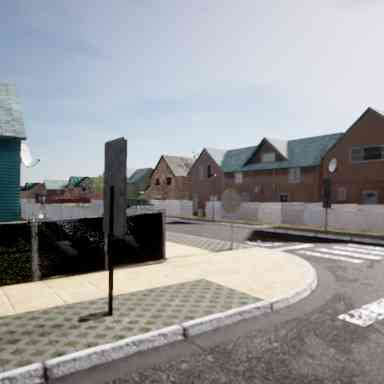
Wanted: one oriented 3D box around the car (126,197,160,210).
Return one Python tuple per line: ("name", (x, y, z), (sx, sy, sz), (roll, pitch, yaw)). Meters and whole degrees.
("car", (-4.418, 1.445, 25.734), (2.150, 2.045, 5.566), (1, -1, -35))
